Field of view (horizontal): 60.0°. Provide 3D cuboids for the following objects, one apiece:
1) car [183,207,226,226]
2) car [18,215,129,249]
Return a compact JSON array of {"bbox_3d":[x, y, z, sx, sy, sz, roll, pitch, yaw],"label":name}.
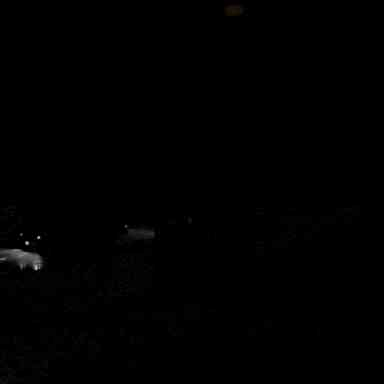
[{"bbox_3d":[1.246,1.917,26.062,2.128,1.511,4.902,0,0,36],"label":"car"},{"bbox_3d":[-5.606,1.868,16.586,2.033,1.411,5.357,0,-1,36],"label":"car"}]
